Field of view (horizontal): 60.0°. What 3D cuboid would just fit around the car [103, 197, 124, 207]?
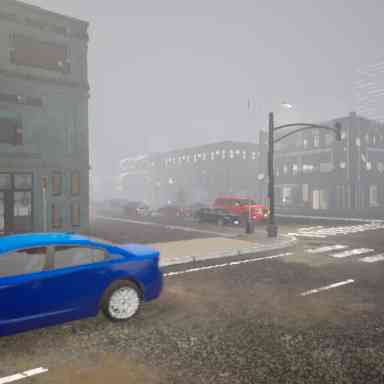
[{"bbox_3d":[-15.254,1.939,64.207,2.192,1.841,5.009,-1,0,-35],"label":"car"}]

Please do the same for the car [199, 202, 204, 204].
[{"bbox_3d":[0.775,1.903,41.643,1.802,1.307,4.206,-2,0,-35],"label":"car"}]

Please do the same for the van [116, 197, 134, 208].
[{"bbox_3d":[-12.049,1.906,59.694,1.690,1.788,3.998,-1,0,-35],"label":"van"}]

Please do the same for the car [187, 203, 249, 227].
[{"bbox_3d":[1.878,1.814,25.404,1.947,1.339,4.313,-1,0,-35],"label":"car"}]

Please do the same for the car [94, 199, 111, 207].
[{"bbox_3d":[-18.453,2.227,68.720,1.887,1.381,4.507,-1,0,-35],"label":"car"}]

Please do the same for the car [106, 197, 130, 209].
[{"bbox_3d":[-11.943,1.902,55.088,2.097,1.767,4.553,-1,0,-35],"label":"car"}]

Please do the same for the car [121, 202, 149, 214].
[{"bbox_3d":[-7.432,2.011,43.235,1.994,1.385,4.181,-1,0,-35],"label":"car"}]

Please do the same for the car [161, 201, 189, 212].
[{"bbox_3d":[-2.429,1.965,46.155,1.802,1.307,4.206,-2,0,-35],"label":"car"}]

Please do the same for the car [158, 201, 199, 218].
[{"bbox_3d":[-1.718,1.937,35.168,1.895,1.301,4.718,-1,0,-35],"label":"car"}]

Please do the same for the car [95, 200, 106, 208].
[{"bbox_3d":[-17.429,2.252,62.820,1.895,1.301,4.718,-1,0,-35],"label":"car"}]

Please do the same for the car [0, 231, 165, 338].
[{"bbox_3d":[-2.871,1.477,5.629,5.008,1.535,1.882,0,0,-35],"label":"car"}]

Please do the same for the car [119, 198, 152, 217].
[{"bbox_3d":[-6.060,1.846,36.788,1.967,1.590,4.097,-1,0,-35],"label":"car"}]

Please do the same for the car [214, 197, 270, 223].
[{"bbox_3d":[3.933,1.445,27.199,2.150,2.045,5.566,-1,0,-35],"label":"car"}]
